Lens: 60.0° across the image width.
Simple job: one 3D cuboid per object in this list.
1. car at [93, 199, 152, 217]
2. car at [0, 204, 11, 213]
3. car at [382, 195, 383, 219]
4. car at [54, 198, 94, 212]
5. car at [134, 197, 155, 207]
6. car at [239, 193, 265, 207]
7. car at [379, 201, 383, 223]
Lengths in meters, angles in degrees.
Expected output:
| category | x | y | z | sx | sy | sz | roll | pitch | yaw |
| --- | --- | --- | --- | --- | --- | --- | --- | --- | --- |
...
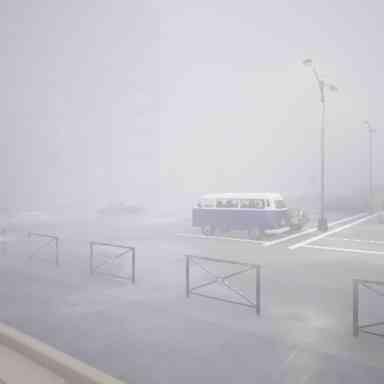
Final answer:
| category | x | y | z | sx | sy | sz | roll | pitch | yaw |
| --- | --- | --- | --- | --- | --- | --- | --- | --- | --- |
| car | -6.153 | 1.545 | 30.029 | 1.895 | 1.301 | 4.718 | 0 | 0 | 36 |
| car | -19.401 | 1.492 | 29.937 | 2.033 | 1.411 | 5.357 | 0 | 0 | 36 |
| car | 17.273 | 1.153 | 25.464 | 4.605 | 1.855 | 1.932 | 0 | 0 | 36 |
| car | -13.342 | 1.422 | 38.352 | 1.882 | 1.535 | 5.008 | 0 | 0 | 36 |
| car | -7.266 | 1.436 | 46.784 | 2.128 | 1.511 | 4.902 | 0 | 0 | 36 |
| car | 10.779 | 1.449 | 59.558 | 1.837 | 1.490 | 4.892 | 0 | 0 | 36 |
| car | 14.023 | 1.395 | 20.929 | 3.806 | 1.475 | 1.970 | 0 | 0 | 36 |
